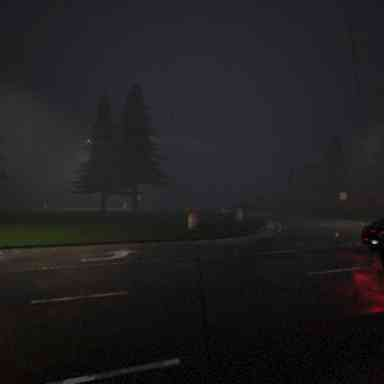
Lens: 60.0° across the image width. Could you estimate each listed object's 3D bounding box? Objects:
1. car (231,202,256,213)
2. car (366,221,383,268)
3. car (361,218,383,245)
[{"bbox_3d":[7.641,2.263,49.486,1.812,1.442,4.674,1,-1,-26],"label":"car"},{"bbox_3d":[7.640,1.676,9.520,4.892,1.490,1.837,1,-1,-22],"label":"car"},{"bbox_3d":[9.430,1.749,14.023,4.892,1.490,1.837,0,-1,-22],"label":"car"}]
